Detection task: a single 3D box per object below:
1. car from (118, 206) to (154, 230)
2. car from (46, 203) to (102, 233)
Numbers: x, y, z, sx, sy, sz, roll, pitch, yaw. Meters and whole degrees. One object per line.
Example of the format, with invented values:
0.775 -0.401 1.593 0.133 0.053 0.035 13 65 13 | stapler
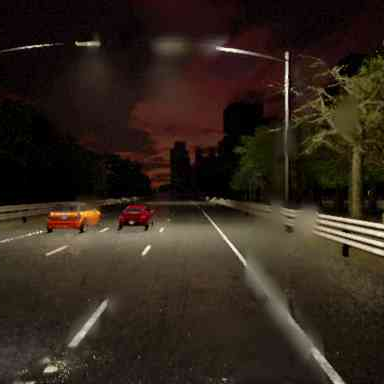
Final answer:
-3.541 1.607 21.618 1.812 1.442 4.674 0 0 -1 | car
-7.015 1.429 20.298 2.097 1.767 4.553 0 0 -1 | car
